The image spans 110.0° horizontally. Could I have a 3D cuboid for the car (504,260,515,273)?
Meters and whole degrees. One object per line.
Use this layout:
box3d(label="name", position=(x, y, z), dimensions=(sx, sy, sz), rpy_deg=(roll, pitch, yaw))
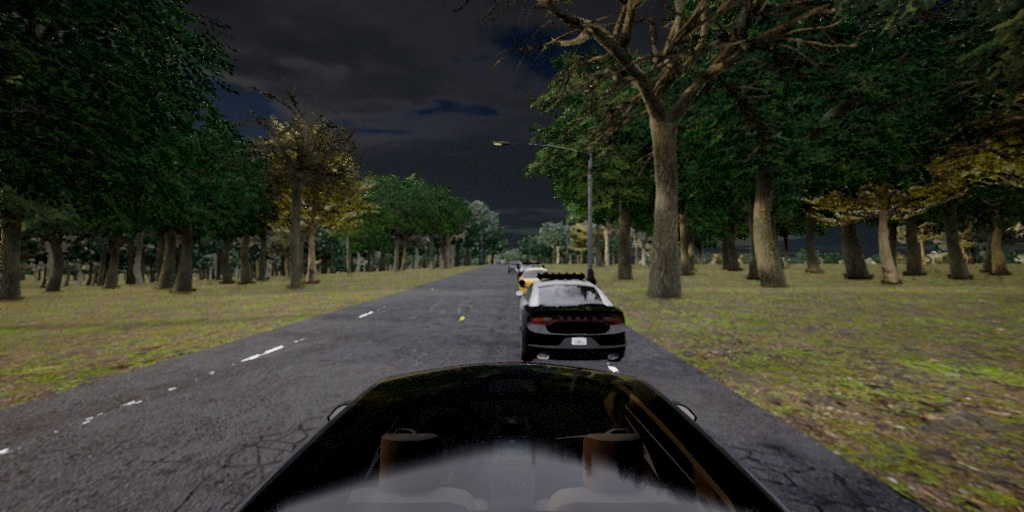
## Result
box3d(label="car", position=(0.462, 1.367, 45.715), dimensions=(2.128, 1.511, 4.902), rpy_deg=(0, 0, 1))

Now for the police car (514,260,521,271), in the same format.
box3d(label="police car", position=(1.286, 1.269, 24.481), dimensions=(1.930, 1.638, 5.238), rpy_deg=(0, 0, 1))

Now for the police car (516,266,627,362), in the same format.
box3d(label="police car", position=(1.130, 1.209, 8.478), dimensions=(1.930, 1.638, 5.238), rpy_deg=(0, 0, 1))

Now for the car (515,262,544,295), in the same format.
box3d(label="car", position=(1.228, 1.281, 18.561), dimensions=(1.801, 1.575, 5.366), rpy_deg=(0, 0, 1))
